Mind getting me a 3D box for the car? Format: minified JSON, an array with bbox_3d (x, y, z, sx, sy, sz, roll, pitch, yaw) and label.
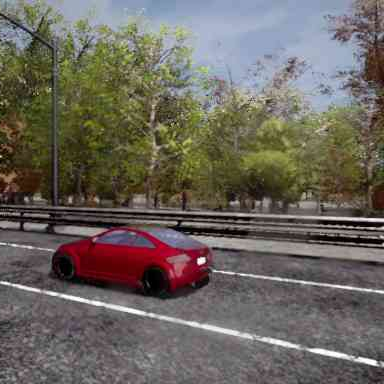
[{"bbox_3d":[-1.547,1.516,8.441,4.181,1.385,1.994,0,0,28],"label":"car"}]
